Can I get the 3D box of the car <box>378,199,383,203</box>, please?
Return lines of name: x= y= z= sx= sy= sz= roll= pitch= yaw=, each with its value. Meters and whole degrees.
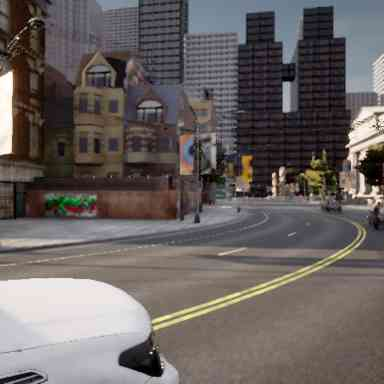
car: x=19.894 y=1.533 z=32.735 sx=2.150 sy=2.045 sz=5.566 roll=0 pitch=0 yaw=11

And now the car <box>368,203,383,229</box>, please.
car: x=13.502 y=1.745 z=23.171 sx=1.812 sy=1.442 sz=4.674 roll=0 pitch=0 yaw=23

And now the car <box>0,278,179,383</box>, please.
car: x=-2.752 y=1.227 z=1.824 sx=5.566 sy=2.045 sz=2.150 roll=1 pitch=0 yaw=-36

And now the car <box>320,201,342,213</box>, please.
car: x=18.296 y=1.883 z=43.867 sx=2.128 sy=1.511 sz=4.902 roll=0 pitch=0 yaw=10
